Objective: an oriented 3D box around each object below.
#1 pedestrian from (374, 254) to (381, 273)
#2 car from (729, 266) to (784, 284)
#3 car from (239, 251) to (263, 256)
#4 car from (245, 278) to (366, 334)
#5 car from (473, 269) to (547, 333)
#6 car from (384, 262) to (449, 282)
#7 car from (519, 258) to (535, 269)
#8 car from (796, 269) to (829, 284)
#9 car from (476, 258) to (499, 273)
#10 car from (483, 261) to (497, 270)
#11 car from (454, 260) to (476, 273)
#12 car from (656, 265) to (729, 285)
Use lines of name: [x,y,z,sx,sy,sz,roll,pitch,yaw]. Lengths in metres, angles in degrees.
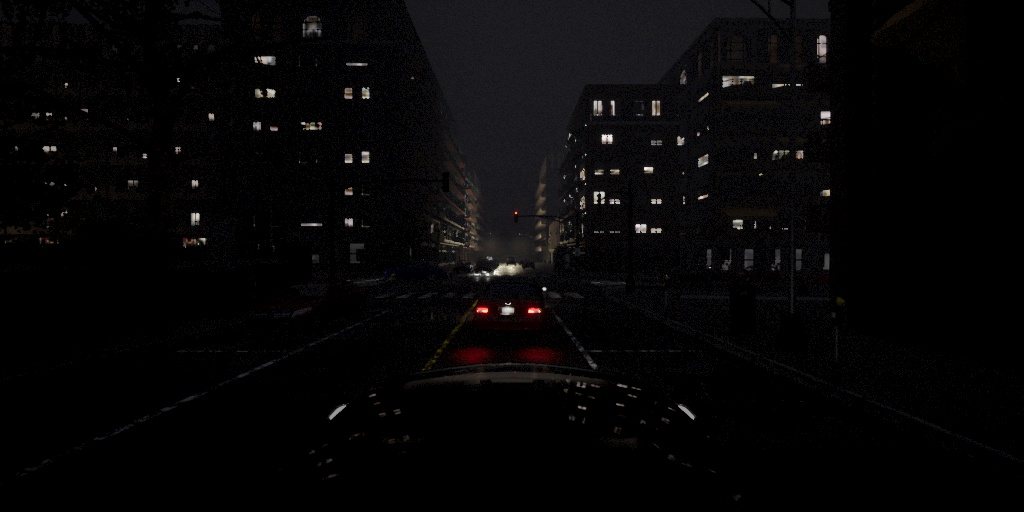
pedestrian: [-12.794,0.652,33.932,0.375,1.860,0.375,0,-1,-1]
car: [21.305,1.571,31.465,4.097,1.591,1.967,0,0,-1]
car: [-17.597,0.694,25.126,5.566,2.045,2.150,1,0,-1]
car: [-5.710,1.331,10.547,1.802,1.307,4.207,0,0,0]
car: [0.056,1.297,10.759,2.033,1.411,5.357,0,0,3]
car: [-7.584,1.189,28.476,5.008,1.535,1.882,1,0,-1]
car: [2.556,1.299,54.252,2.007,1.370,4.403,0,0,0]
car: [26.978,1.814,31.549,4.207,1.307,1.802,0,0,-1]
car: [-3.175,1.296,43.235,2.033,1.411,5.357,0,0,4]
car: [-3.211,1.350,53.185,1.895,1.301,4.718,0,0,0]
car: [-5.794,1.188,42.958,1.967,1.591,4.097,0,0,0]
car: [14.123,1.508,28.796,4.902,1.511,2.128,1,0,-1]
